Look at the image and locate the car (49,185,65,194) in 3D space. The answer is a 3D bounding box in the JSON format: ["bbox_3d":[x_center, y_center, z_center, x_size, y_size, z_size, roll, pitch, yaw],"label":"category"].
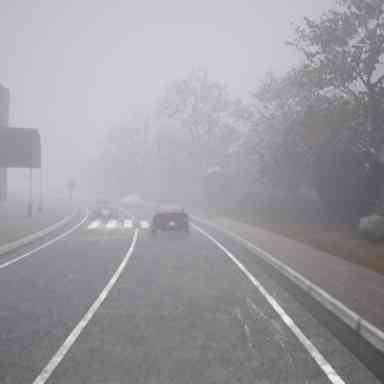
[{"bbox_3d":[-25.638,-0.467,62.997,1.837,1.490,4.892,2,2,-40],"label":"car"}]

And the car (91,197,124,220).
[{"bbox_3d":[-6.569,1.217,25.419,2.128,1.511,4.902,1,1,-14],"label":"car"}]

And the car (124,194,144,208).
[{"bbox_3d":[-7.023,1.008,38.785,1.812,1.442,4.674,1,1,-22],"label":"car"}]

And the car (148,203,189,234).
[{"bbox_3d":[-1.358,1.340,18.427,1.882,1.535,5.008,0,1,-9],"label":"car"}]
